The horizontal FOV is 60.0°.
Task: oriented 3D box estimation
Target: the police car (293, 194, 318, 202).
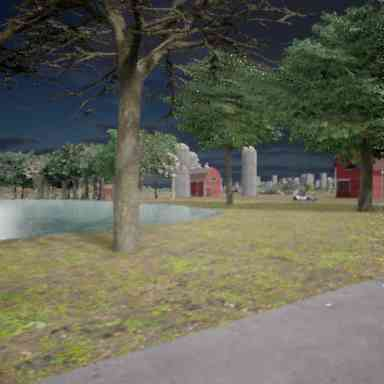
[{"bbox_3d":[22.913,1.255,67.275,2.038,1.542,4.974,1,-1,-35],"label":"police car"}]
